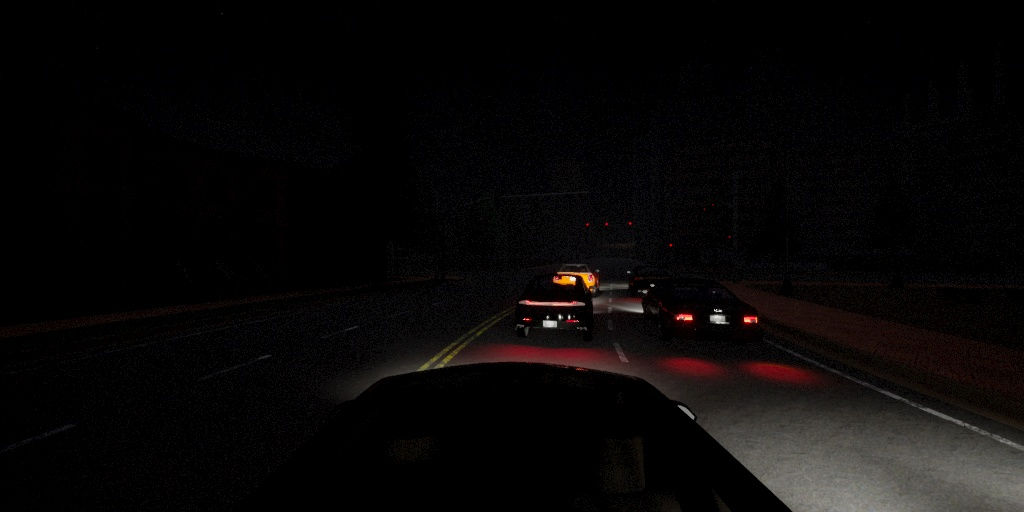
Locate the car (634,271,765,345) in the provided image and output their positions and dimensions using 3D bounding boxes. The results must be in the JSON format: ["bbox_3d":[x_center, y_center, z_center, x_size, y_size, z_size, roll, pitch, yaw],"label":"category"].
[{"bbox_3d":[4.692,1.297,9.613,2.033,1.411,5.357,0,0,13],"label":"car"}]

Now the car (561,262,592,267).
[{"bbox_3d":[3.481,1.102,18.929,2.097,1.767,4.553,0,0,16],"label":"car"}]

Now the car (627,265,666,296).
[{"bbox_3d":[7.249,1.228,19.102,1.882,1.535,5.008,0,0,16],"label":"car"}]

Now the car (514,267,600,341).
[{"bbox_3d":[1.319,1.242,10.040,2.128,1.511,4.902,0,0,12],"label":"car"}]
